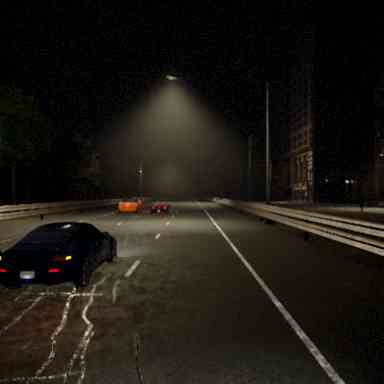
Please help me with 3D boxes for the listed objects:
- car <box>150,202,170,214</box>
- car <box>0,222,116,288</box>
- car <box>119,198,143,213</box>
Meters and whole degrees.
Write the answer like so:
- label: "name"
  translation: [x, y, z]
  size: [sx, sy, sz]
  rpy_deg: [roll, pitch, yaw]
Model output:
- label: "car"
  translation: [-3.460, 1.726, 37.073]
  size: [1.895, 1.301, 4.718]
  rpy_deg: [0, 0, 0]
- label: "car"
  translation: [-3.416, 1.552, 9.201]
  size: [1.812, 1.442, 4.674]
  rpy_deg: [0, 0, 0]
- label: "car"
  translation: [-6.963, 1.481, 38.160]
  size: [2.097, 1.767, 4.553]
  rpy_deg: [0, 0, 0]
